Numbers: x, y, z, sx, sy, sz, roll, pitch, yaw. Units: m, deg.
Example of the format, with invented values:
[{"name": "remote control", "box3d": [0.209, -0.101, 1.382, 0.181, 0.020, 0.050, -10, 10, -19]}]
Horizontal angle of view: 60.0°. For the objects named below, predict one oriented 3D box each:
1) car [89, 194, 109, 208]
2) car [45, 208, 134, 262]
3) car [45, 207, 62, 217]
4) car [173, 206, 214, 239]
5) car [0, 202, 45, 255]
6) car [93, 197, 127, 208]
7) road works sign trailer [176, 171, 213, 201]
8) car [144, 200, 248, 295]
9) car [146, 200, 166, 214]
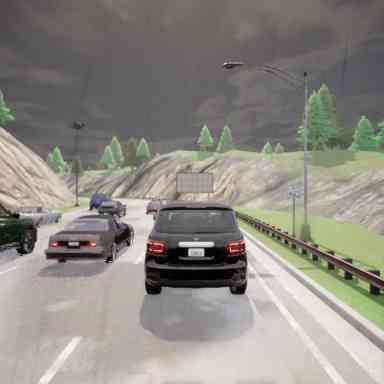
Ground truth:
[{"name": "car", "box3d": [-11.302, 1.221, 41.482, 2.150, 2.045, 5.566, 0, 0, -7]}, {"name": "car", "box3d": [-3.415, 1.547, 12.105, 2.033, 1.411, 5.357, 0, 0, 0]}, {"name": "car", "box3d": [-10.432, 1.600, 22.260, 1.895, 1.301, 4.718, 0, 0, 0]}, {"name": "car", "box3d": [0.087, 1.559, 18.102, 1.994, 1.385, 4.181, 0, 0, 0]}, {"name": "car", "box3d": [-6.913, 1.218, 10.223, 2.150, 2.045, 5.566, 0, 0, 0]}, {"name": "car", "box3d": [-7.023, 1.506, 29.532, 1.837, 1.490, 4.892, 0, 0, -1]}, {"name": "road works sign trailer", "box3d": [0.186, 0.464, 21.599, 2.380, 3.560, 2.880, 0, 0, 0]}, {"name": "car", "box3d": [0.087, 1.221, 8.884, 2.150, 2.045, 5.566, 0, 0, 0]}, {"name": "car", "box3d": [-3.836, 1.565, 35.921, 1.994, 1.385, 4.181, 0, 0, -4]}]
